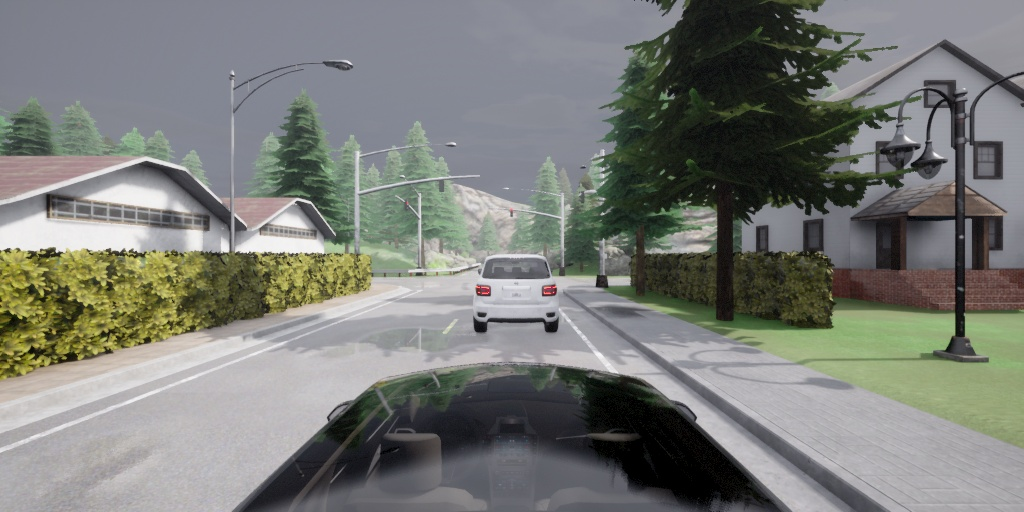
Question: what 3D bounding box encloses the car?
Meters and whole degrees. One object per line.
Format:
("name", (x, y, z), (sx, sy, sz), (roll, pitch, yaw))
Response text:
("car", (0.105, 0.971, 10.923), (2.150, 2.045, 5.566), (0, 0, 0))
